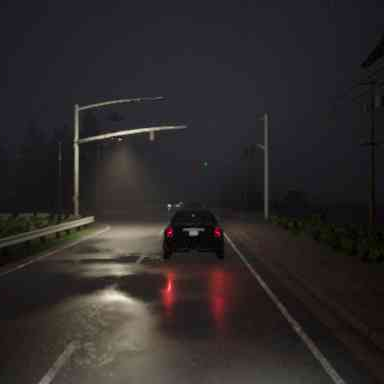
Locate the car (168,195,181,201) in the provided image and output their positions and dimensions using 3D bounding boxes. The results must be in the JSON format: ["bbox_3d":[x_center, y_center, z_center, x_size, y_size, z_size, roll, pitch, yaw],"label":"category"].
[{"bbox_3d":[-3.496,1.691,63.262,1.812,1.442,4.674,0,0,1],"label":"car"}]

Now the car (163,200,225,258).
[{"bbox_3d":[0.072,1.387,13.125,2.097,1.767,4.553,0,0,0],"label":"car"}]
